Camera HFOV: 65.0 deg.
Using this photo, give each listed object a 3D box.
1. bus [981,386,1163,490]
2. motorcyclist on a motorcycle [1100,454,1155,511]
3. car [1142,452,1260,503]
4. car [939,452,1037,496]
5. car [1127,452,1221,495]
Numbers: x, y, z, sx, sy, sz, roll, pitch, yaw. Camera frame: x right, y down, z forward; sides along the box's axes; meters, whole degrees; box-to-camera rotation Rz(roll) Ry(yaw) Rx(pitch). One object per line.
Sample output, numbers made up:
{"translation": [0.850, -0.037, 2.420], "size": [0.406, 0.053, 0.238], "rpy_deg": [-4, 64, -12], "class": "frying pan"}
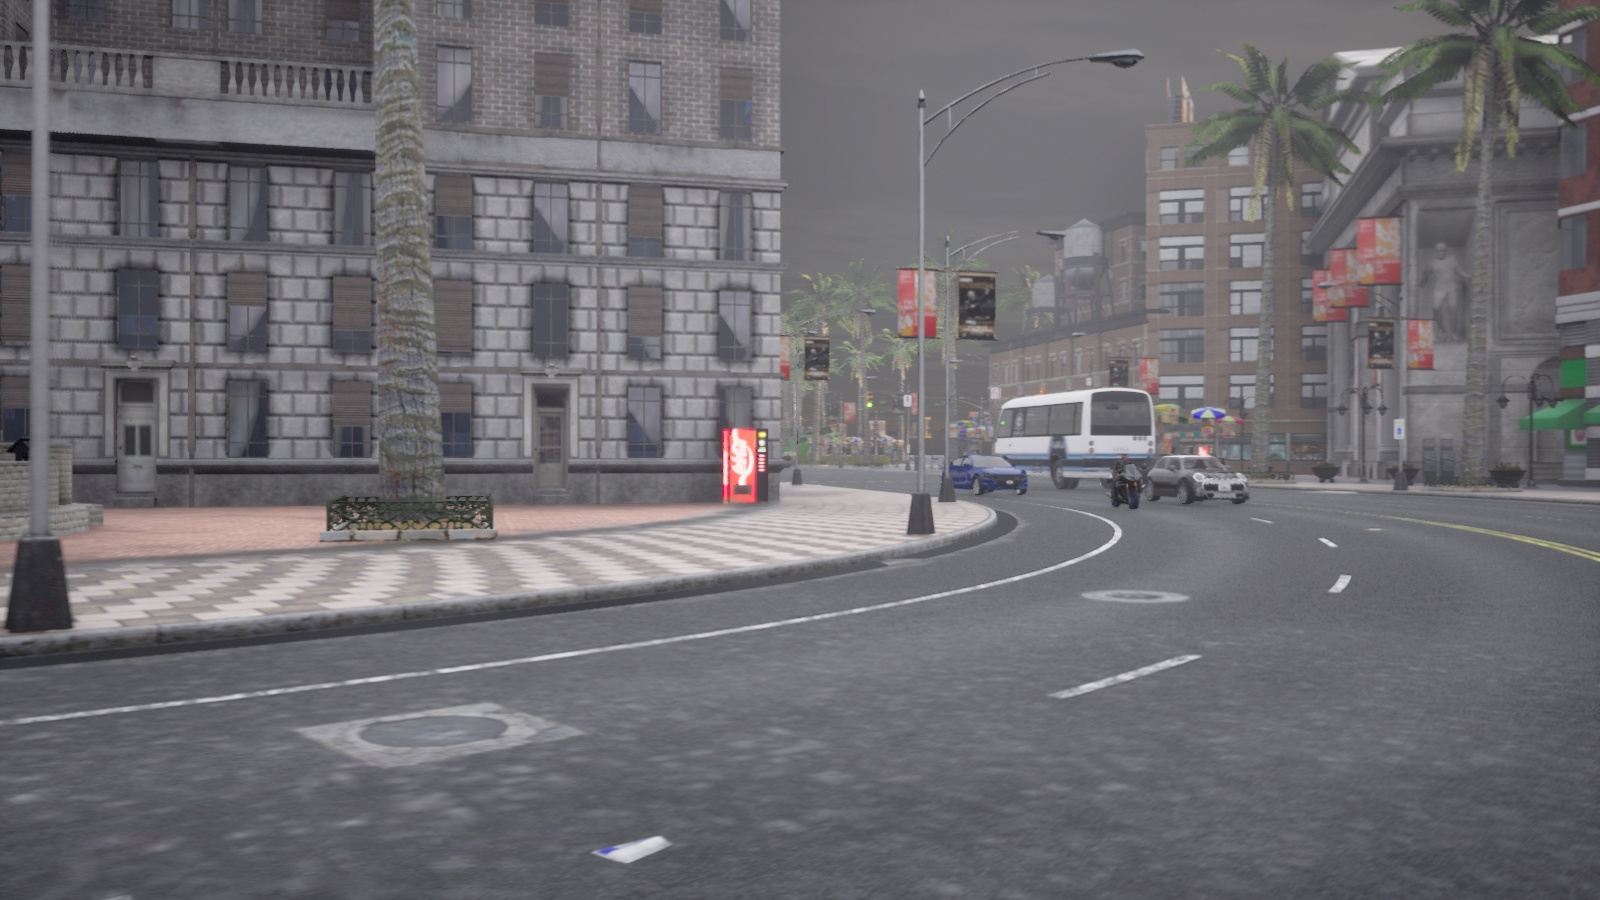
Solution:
{"translation": [11.943, -0.474, 56.670], "size": [3.944, 4.253, 10.273], "rpy_deg": [0, 0, -14], "class": "bus"}
{"translation": [9.006, 0.871, 34.620], "size": [0.866, 1.530, 2.191], "rpy_deg": [0, 0, -3], "class": "motorcyclist on a motorcycle"}
{"translation": [12.212, 0.806, 38.503], "size": [1.970, 1.475, 3.806], "rpy_deg": [0, 0, -8], "class": "car"}
{"translation": [6.970, 0.861, 47.131], "size": [1.882, 1.535, 5.008], "rpy_deg": [0, 0, -14], "class": "car"}
{"translation": [14.079, 0.844, 47.451], "size": [1.789, 1.549, 3.705], "rpy_deg": [0, 0, -13], "class": "car"}
